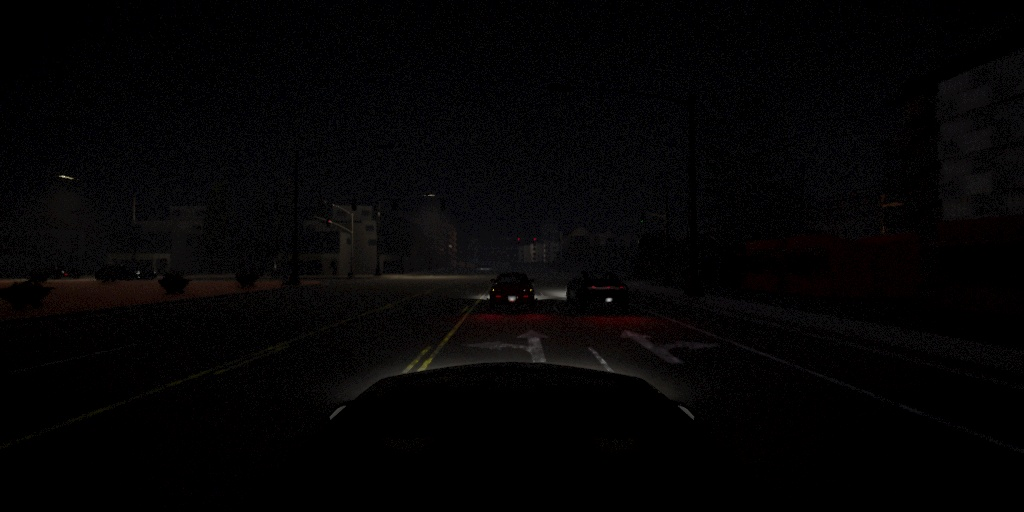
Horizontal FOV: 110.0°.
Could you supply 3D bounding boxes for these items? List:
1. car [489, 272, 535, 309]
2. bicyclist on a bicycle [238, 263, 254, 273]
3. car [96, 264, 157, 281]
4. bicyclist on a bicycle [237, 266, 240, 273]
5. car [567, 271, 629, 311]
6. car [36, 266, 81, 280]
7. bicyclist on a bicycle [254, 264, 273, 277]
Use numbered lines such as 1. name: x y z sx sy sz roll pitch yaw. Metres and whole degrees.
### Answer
1. car: 0.020 1.436 15.749 1.812 1.442 4.674 0 -1 0
2. bicyclist on a bicycle: -31.589 1.681 43.288 1.656 1.620 0.582 20 8 -27
3. car: -38.139 1.591 35.568 4.553 1.767 2.097 0 -1 1
4. bicyclist on a bicycle: -33.031 1.759 43.767 1.656 1.620 0.582 0 -1 18
5. car: 3.515 1.399 15.357 2.128 1.511 4.902 0 -1 0
6. car: -50.640 1.855 39.933 4.892 1.490 1.837 -1 -2 12
7. bicyclist on a bicycle: -29.659 1.736 43.091 1.656 1.620 0.582 1 -2 -23
